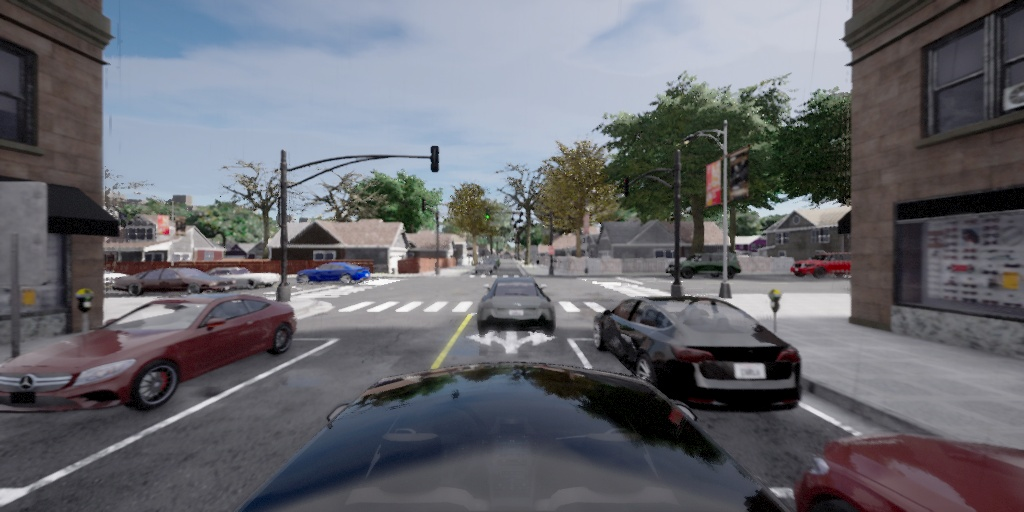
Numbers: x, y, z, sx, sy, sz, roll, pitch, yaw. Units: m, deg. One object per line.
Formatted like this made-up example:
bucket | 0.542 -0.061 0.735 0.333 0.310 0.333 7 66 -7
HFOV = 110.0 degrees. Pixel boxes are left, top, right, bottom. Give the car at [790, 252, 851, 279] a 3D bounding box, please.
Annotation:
car | 25.824 0.731 29.039 5.566 2.045 2.150 0 0 0

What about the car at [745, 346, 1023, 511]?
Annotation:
car | 2.640 1.336 0.538 1.802 1.307 4.207 0 0 0

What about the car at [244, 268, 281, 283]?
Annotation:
car | -17.216 1.382 22.322 4.718 1.301 1.895 0 0 -3

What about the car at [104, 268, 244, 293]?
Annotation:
car | -17.823 1.344 19.071 5.357 1.411 2.033 0 0 0

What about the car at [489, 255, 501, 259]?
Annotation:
car | -3.124 0.833 61.185 2.150 2.045 5.566 0 0 0

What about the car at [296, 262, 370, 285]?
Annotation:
car | -12.832 1.220 25.773 5.008 1.535 1.882 0 0 4

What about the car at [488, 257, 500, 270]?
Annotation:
car | -3.089 1.195 50.667 1.994 1.385 4.181 0 0 0

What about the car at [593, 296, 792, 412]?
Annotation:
car | 2.635 1.303 6.056 1.948 1.339 4.313 0 0 0

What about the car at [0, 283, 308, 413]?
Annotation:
car | -5.391 1.318 6.047 1.802 1.307 4.207 0 0 0

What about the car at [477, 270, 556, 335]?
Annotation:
car | 0.092 1.287 10.388 1.994 1.385 4.181 0 0 0

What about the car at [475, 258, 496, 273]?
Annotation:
car | -3.124 1.251 40.623 1.895 1.301 4.718 0 0 0

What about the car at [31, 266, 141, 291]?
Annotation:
car | -26.398 1.364 22.326 4.674 1.442 1.812 0 0 0

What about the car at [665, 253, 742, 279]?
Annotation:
car | 15.457 0.788 29.040 5.566 2.045 2.150 0 0 0
